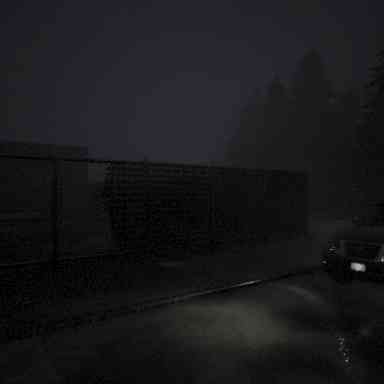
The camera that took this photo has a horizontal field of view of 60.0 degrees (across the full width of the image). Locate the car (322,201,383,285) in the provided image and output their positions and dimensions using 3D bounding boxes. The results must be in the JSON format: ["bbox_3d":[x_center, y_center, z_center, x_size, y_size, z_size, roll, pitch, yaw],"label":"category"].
[{"bbox_3d":[5.731,1.225,8.572,5.566,2.045,2.150,0,0,-35],"label":"car"}]
